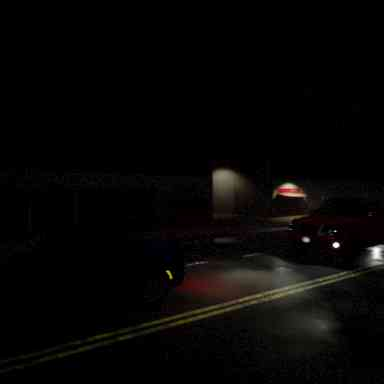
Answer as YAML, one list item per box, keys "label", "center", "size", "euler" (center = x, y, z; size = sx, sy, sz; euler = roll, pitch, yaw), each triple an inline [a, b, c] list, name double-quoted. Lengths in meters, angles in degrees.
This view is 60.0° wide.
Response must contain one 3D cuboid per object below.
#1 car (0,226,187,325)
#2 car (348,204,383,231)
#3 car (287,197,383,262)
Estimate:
- label: "car"
  center: [-2.459, 1.475, 6.531]
  size: [5.008, 1.535, 1.882]
  euler: [0, 0, -36]
- label: "car"
  center: [11.958, 1.517, 20.971]
  size: [4.674, 1.442, 1.812]
  euler: [0, 0, -35]
- label: "car"
  center: [6.007, 1.212, 12.534]
  size: [5.566, 2.045, 2.150]
  euler: [0, 0, -35]
